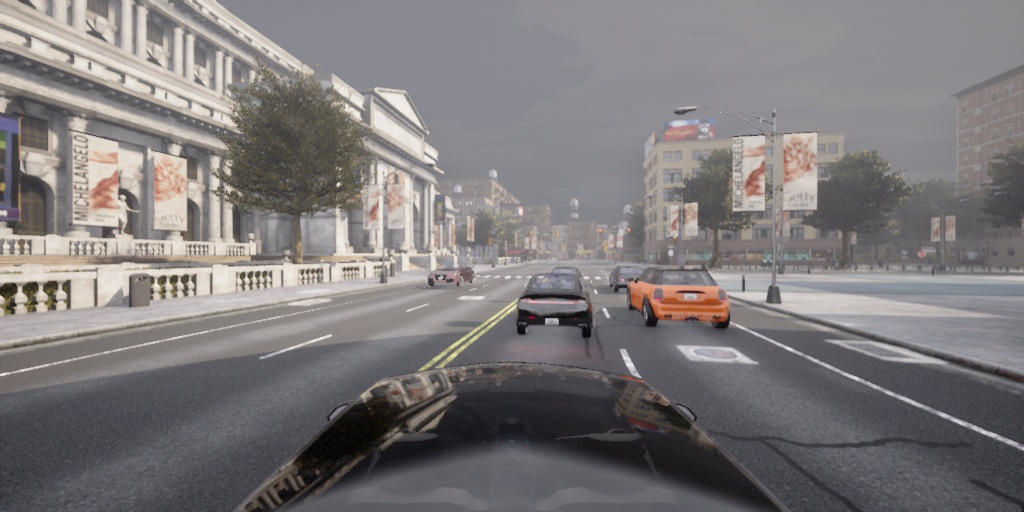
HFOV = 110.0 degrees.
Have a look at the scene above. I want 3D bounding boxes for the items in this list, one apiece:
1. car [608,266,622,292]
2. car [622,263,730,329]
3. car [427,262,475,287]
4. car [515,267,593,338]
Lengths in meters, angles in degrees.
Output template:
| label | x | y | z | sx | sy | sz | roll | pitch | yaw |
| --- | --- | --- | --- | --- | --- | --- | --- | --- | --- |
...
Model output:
| label | x | y | z | sx | sy | sz | roll | pitch | yaw |
| --- | --- | --- | --- | --- | --- | --- | --- | --- | --- |
| car | 6.697 | 1.271 | 20.775 | 2.033 | 1.411 | 5.357 | 0 | 0 | 11 |
| car | 5.030 | 1.089 | 11.497 | 2.097 | 1.767 | 4.553 | 0 | 0 | 9 |
| car | -3.748 | 1.081 | 22.620 | 1.994 | 1.385 | 4.181 | 0 | 0 | 11 |
| car | 1.270 | 1.230 | 10.287 | 2.128 | 1.511 | 4.902 | 0 | 0 | 9 |
